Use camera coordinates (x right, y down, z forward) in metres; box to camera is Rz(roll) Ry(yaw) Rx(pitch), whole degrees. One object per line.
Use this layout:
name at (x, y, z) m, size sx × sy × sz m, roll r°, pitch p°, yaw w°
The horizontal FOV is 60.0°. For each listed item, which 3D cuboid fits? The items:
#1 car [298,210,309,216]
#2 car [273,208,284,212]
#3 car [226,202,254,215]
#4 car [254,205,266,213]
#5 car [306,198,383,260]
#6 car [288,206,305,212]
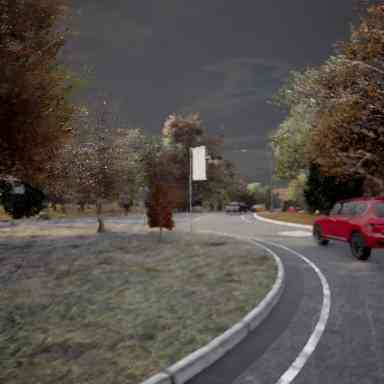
car at (27.815, 5.289, 83.110) m, size 1.812 × 1.442 × 4.674 m, roll -1°, pitch -5°, yaw 29°
car at (19.209, 4.450, 74.406) m, size 1.837 × 1.490 × 4.892 m, roll -1°, pitch -5°, yaw 28°
car at (5.544, 1.926, 40.240) m, size 2.128 × 1.511 × 4.902 m, roll -1°, pitch -2°, yaw 24°
car at (12.050, 3.130, 60.982) m, size 1.882 × 1.535 × 5.008 m, roll -1°, pitch -5°, yaw 28°
car at (6.614, 1.266, 12.877) m, size 2.150 × 2.045 × 5.566 m, roll -1°, pitch -2°, yaw -1°
car at (22.930, 4.232, 73.963) m, size 2.150 × 2.045 × 5.566 m, roll -1°, pitch -5°, yaw 28°
